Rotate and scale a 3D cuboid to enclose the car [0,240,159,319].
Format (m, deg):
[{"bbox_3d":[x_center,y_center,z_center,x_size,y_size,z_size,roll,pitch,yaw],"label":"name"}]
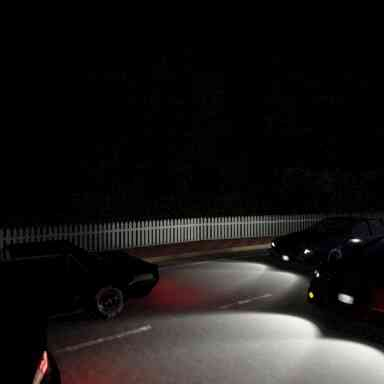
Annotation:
[{"bbox_3d":[-3.071,1.601,5.871,4.718,1.301,1.895,0,0,-34],"label":"car"}]

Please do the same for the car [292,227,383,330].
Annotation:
[{"bbox_3d":[4.238,1.564,6.432,4.181,1.385,1.994,0,0,-30],"label":"car"}]

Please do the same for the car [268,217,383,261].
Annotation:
[{"bbox_3d":[5.130,1.547,10.952,5.357,1.411,2.033,0,0,-26],"label":"car"}]

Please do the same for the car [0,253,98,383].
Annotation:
[{"bbox_3d":[-3.228,1.492,1.564,4.902,1.511,2.128,0,0,-35],"label":"car"}]
